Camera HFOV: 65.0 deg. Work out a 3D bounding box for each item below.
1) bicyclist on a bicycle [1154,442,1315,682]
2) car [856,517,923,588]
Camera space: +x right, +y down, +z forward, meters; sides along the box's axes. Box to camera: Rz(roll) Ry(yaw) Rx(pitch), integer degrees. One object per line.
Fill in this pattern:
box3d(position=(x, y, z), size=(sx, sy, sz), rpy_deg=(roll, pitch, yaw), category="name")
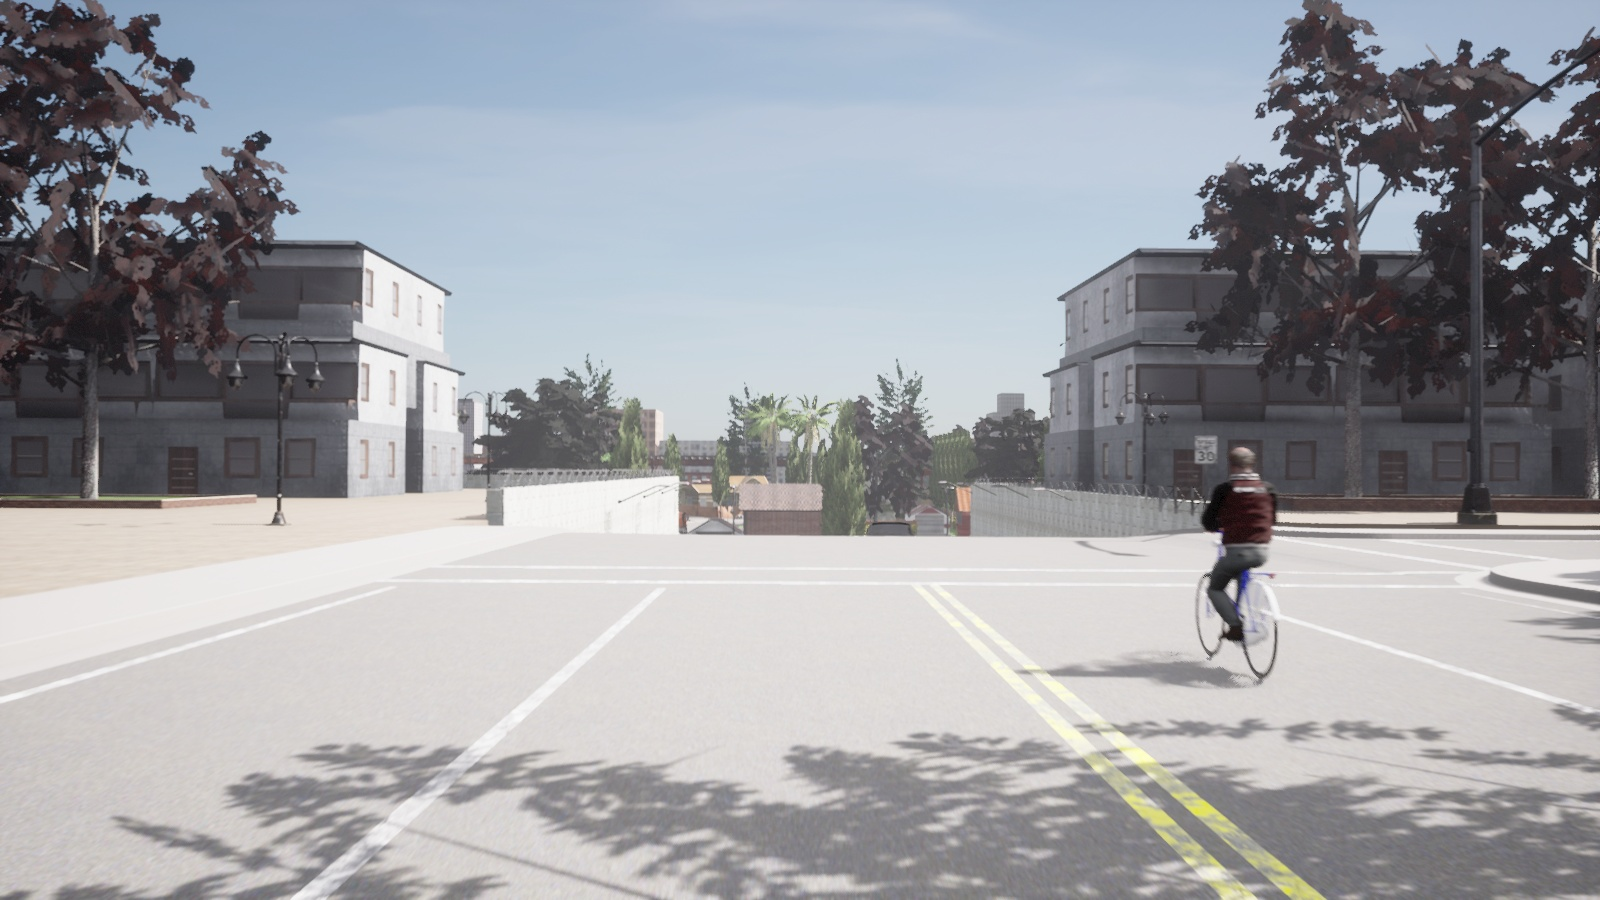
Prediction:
box3d(position=(3.474, 0.841, 10.220), size=(0.659, 1.776, 1.843), rpy_deg=(0, -1, 0), category="bicyclist on a bicycle")
box3d(position=(3.378, 4.049, 48.535), size=(2.150, 2.045, 5.566), rpy_deg=(0, -12, 0), category="car")
